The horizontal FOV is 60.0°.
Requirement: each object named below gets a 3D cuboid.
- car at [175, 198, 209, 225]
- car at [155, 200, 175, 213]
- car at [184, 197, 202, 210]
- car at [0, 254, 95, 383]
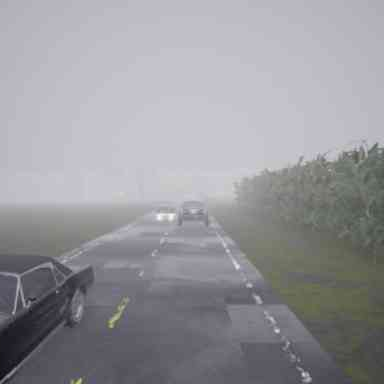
[{"bbox_3d":[0.103,1.357,24.170,2.097,1.767,4.553,0,0,0],"label":"car"},{"bbox_3d":[-2.831,1.575,36.462,1.994,1.385,4.181,0,0,0],"label":"car"},{"bbox_3d":[0.110,1.506,43.373,2.128,1.511,4.902,0,0,0],"label":"car"},{"bbox_3d":[-2.830,1.602,4.257,1.895,1.301,4.718,0,0,0],"label":"car"}]
